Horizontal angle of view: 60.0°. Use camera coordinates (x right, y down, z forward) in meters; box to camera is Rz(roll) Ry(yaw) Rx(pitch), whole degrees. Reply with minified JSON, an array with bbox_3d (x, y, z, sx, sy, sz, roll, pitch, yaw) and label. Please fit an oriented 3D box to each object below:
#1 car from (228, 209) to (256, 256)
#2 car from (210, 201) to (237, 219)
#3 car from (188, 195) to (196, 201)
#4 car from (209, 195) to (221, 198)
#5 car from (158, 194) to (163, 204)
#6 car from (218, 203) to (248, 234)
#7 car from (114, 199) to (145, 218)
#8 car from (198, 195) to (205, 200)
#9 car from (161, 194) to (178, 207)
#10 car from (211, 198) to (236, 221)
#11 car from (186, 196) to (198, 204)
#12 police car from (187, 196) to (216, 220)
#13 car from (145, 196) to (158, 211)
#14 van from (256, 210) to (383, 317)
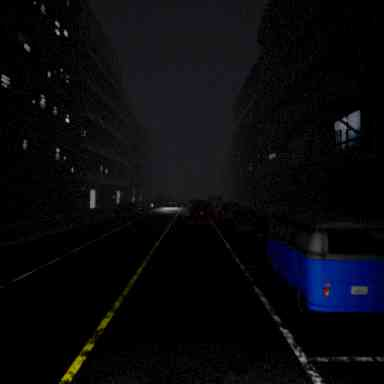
[{"bbox_3d":[2.693,1.567,12.827,1.947,1.339,4.313,0,0,0],"label":"car"},{"bbox_3d":[2.696,1.550,29.736,2.008,1.369,4.403,0,0,0],"label":"car"},{"bbox_3d":[0.009,1.358,79.613,2.033,1.411,5.357,0,0,0],"label":"car"},{"bbox_3d":[2.698,1.311,41.009,2.192,1.841,5.009,0,0,0],"label":"car"},{"bbox_3d":[-5.682,1.429,57.923,1.967,1.590,4.097,0,0,0],"label":"car"},{"bbox_3d":[2.694,1.545,18.463,1.887,1.381,4.507,0,0,0],"label":"car"},{"bbox_3d":[-5.686,1.565,29.740,1.947,1.339,4.313,0,0,0],"label":"car"},{"bbox_3d":[2.702,1.497,91.907,1.752,1.417,4.829,0,0,0],"label":"car"},{"bbox_3d":[-3.076,1.483,50.178,2.128,1.511,4.902,0,0,0],"label":"car"},{"bbox_3d":[2.695,1.440,24.100,1.967,1.590,4.097,0,0,0],"label":"car"},{"bbox_3d":[0.006,1.478,64.613,2.128,1.511,4.902,0,0,0],"label":"car"},{"bbox_3d":[0.762,1.425,28.346,1.930,1.638,5.238,0,0,0],"label":"police car"},{"bbox_3d":[-5.684,1.521,40.843,1.752,1.417,4.829,0,0,0],"label":"car"},{"bbox_3d":[2.694,1.342,7.191,1.690,1.788,3.998,0,0,0],"label":"van"}]
